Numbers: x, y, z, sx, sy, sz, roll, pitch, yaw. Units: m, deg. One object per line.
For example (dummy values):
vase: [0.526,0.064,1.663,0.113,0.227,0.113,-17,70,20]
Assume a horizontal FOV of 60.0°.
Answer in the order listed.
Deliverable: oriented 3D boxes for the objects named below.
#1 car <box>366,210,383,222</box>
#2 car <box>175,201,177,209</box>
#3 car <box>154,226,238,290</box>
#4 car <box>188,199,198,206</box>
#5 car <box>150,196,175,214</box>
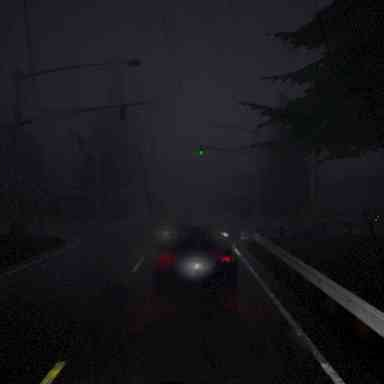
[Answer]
car: [15.350,1.671,24.303,4.892,1.490,1.837,0,0,0]
car: [-3.452,1.721,49.734,2.097,1.767,4.553,0,0,0]
car: [0.104,1.634,9.306,1.994,1.385,4.181,0,0,0]
car: [0.172,1.998,63.893,1.812,1.442,4.674,0,0,0]
car: [-3.484,1.647,39.814,2.097,1.767,4.553,0,0,0]
